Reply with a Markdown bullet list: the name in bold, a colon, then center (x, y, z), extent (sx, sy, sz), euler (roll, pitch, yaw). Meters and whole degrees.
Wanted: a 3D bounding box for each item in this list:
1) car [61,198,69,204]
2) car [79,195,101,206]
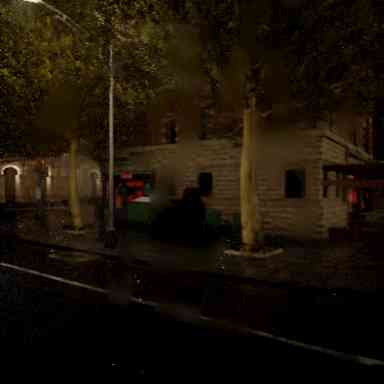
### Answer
- **car**: center (-18.764, 1.323, 54.018), extent (1.895, 1.301, 4.718), euler (0, 0, 36)
- **car**: center (-14.002, 1.270, 49.229), extent (1.837, 1.490, 4.892), euler (0, 1, 36)
